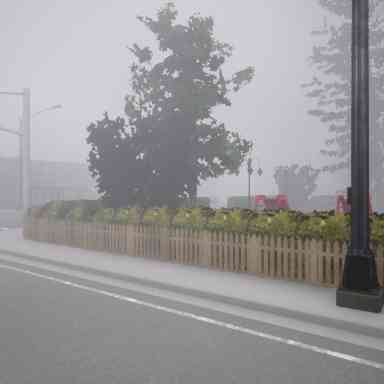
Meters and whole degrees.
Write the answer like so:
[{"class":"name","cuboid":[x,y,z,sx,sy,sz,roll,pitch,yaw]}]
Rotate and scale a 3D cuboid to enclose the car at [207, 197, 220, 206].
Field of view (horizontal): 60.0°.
[{"class":"car","cuboid":[2.715,1.524,53.861,1.837,1.490,4.892,0,0,35]}]
